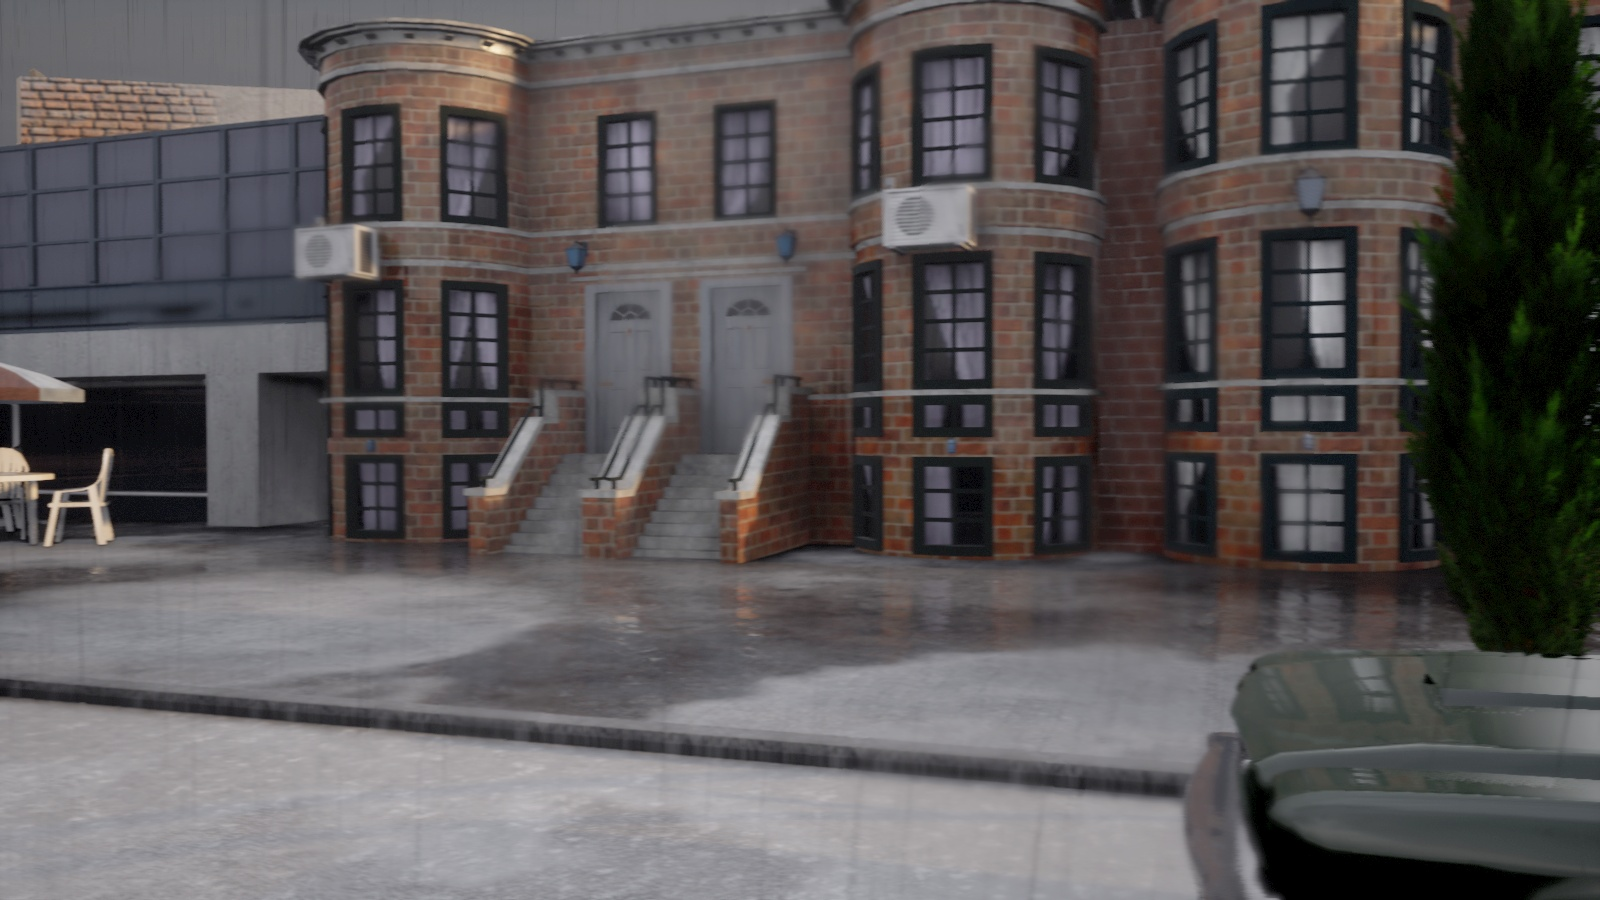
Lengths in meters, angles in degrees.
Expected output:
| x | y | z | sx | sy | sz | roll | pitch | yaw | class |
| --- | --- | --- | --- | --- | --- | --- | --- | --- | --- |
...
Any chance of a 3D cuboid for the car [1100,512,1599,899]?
| x | y | z | sx | sy | sz | roll | pitch | yaw | class |
| --- | --- | --- | --- | --- | --- | --- | --- | --- | --- |
| 3.139 | 0.896 | 2.665 | 4.718 | 1.301 | 1.895 | 1 | 1 | 19 | car |
